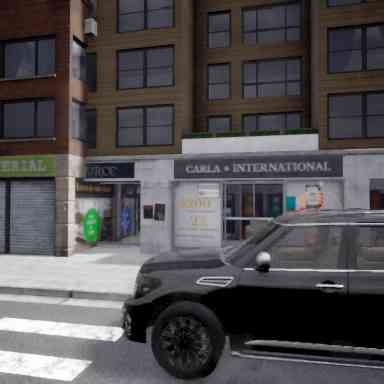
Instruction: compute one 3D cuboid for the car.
[{"bbox_3d":[1.862,1.271,4.675,5.566,2.045,2.150,0,-1,13],"label":"car"}]
